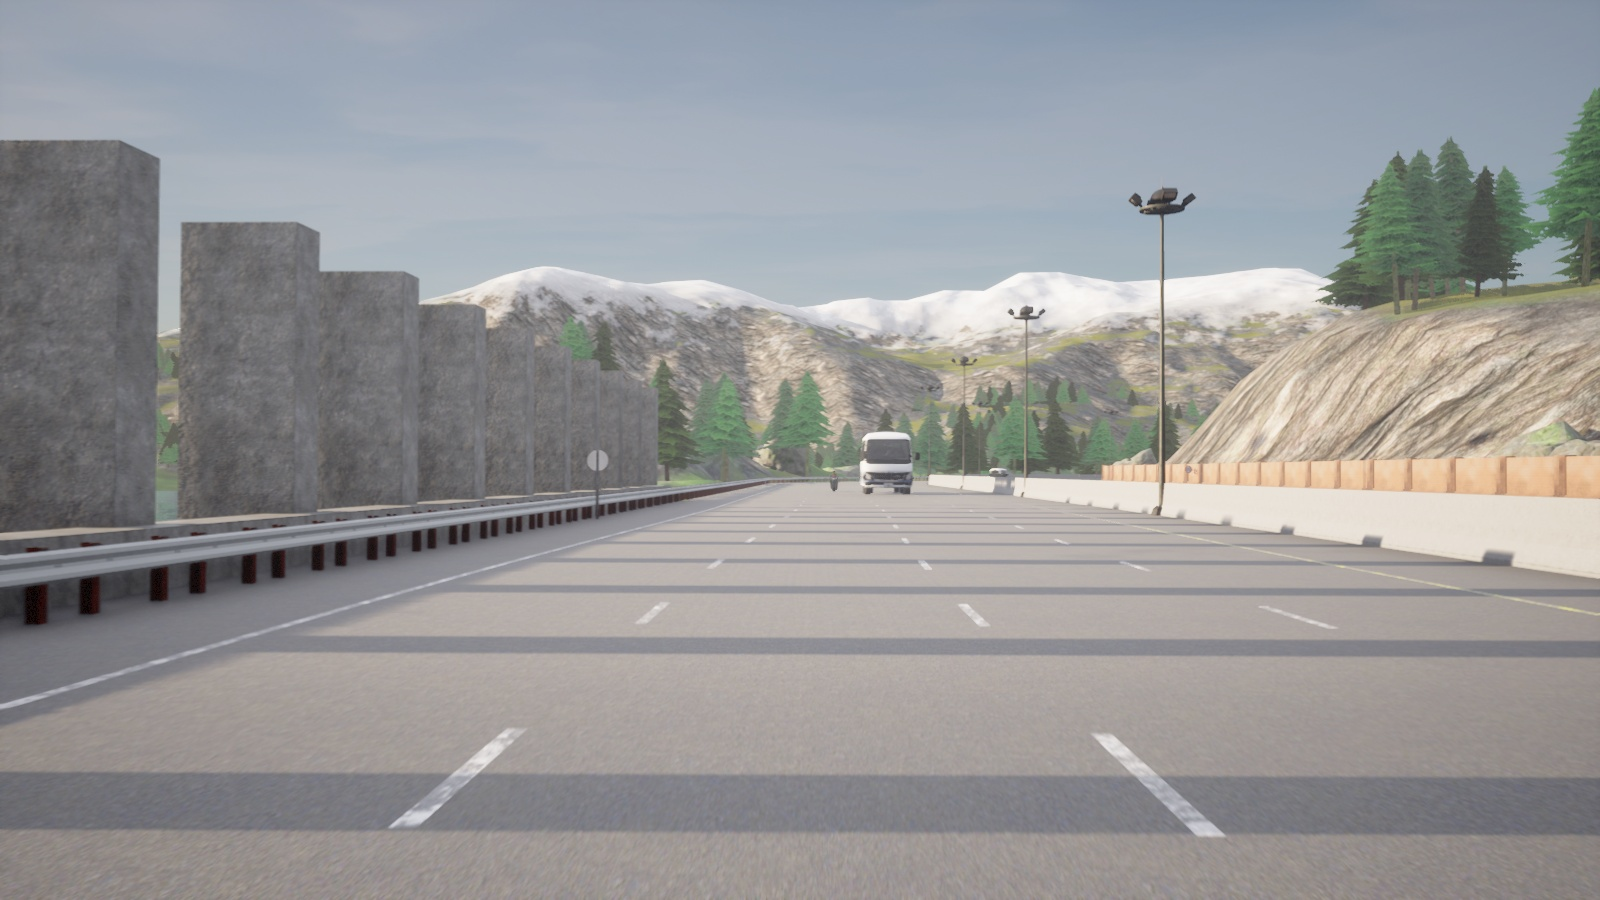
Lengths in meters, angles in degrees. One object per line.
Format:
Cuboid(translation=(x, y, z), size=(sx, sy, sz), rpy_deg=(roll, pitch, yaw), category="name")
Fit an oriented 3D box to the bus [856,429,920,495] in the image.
Cuboid(translation=(5.946, 0.873, 86.802), size=(3.944, 4.253, 10.273), rpy_deg=(0, -1, 1), category="bus")
